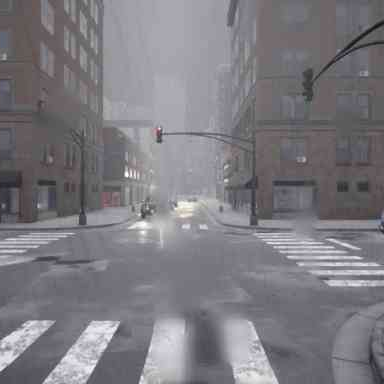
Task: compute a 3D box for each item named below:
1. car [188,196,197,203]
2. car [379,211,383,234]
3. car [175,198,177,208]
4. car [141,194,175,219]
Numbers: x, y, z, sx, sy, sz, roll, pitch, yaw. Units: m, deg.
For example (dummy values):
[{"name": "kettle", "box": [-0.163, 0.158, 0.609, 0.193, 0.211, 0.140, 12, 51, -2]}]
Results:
[{"name": "car", "box": [0.067, 1.519, 69.997, 2.128, 1.511, 4.902, 0, 0, 0]}, {"name": "car", "box": [11.040, 1.617, 14.647, 4.718, 1.301, 1.895, 0, 0, 2]}, {"name": "car", "box": [-3.122, 1.546, 39.421, 1.812, 1.442, 4.674, 0, 0, 0]}, {"name": "car", "box": [-3.102, 1.236, 29.748, 2.150, 2.045, 5.566, 0, 0, 2]}]
